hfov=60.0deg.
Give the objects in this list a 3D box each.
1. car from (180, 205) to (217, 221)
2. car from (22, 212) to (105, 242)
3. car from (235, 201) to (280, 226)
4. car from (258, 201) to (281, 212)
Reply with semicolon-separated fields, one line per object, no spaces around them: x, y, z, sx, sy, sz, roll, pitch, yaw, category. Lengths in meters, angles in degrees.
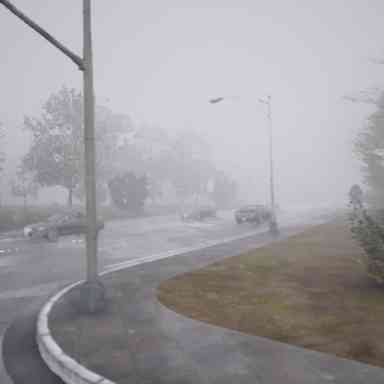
0.705;1.994;32.352;2.128;1.511;4.902;-2;-1;32;car
-7.456;1.965;19.775;2.128;1.511;4.902;-2;-1;34;car
5.007;1.755;25.889;2.128;1.511;4.902;-2;-1;32;car
11.591;2.152;49.503;1.837;1.490;4.892;-2;-2;32;car
